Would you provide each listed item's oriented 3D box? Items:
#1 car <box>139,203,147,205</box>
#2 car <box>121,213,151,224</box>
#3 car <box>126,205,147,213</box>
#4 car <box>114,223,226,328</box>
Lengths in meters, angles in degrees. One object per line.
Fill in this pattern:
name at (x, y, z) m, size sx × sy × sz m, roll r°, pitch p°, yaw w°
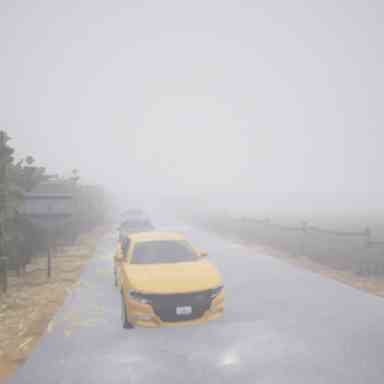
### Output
car at (-12.384, 3.769, 83.382) m, size 2.150 × 2.045 × 5.566 m, roll 0°, pitch -2°, yaw -11°
car at (-2.956, 2.128, 18.063) m, size 2.033 × 1.411 × 5.357 m, roll 0°, pitch -2°, yaw -10°
car at (-4.954, 2.240, 28.512) m, size 2.097 × 1.767 × 4.553 m, roll 0°, pitch -2°, yaw -11°
car at (-0.774, 1.730, 7.824) m, size 1.882 × 1.535 × 5.008 m, roll 0°, pitch -2°, yaw -15°
